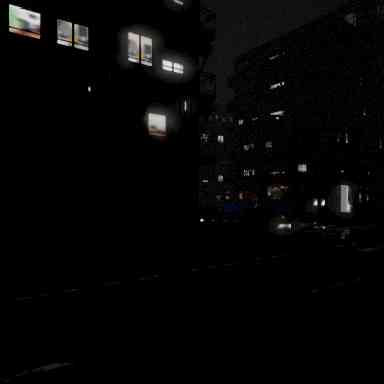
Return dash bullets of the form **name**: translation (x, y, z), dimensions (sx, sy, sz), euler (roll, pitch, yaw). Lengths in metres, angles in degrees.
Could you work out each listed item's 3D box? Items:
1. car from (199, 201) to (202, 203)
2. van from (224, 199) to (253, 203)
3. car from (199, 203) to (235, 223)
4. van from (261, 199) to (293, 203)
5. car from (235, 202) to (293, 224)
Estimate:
- **car**: translation (0.352, 1.713, 34.961), dimensions (2.097, 1.767, 4.553), euler (0, -1, -36)
- **van**: translation (5.228, 1.676, 38.080), dimensions (1.690, 1.788, 3.998), euler (-1, 0, -36)
- **car**: translation (1.798, 1.874, 28.649), dimensions (1.802, 1.307, 4.206), euler (-1, 0, -36)
- **van**: translation (8.541, 1.603, 33.562), dimensions (1.690, 1.788, 3.998), euler (-1, 0, -36)
- **car**: translation (5.907, 1.802, 27.399), dimensions (1.994, 1.385, 4.181), euler (0, -1, -36)
